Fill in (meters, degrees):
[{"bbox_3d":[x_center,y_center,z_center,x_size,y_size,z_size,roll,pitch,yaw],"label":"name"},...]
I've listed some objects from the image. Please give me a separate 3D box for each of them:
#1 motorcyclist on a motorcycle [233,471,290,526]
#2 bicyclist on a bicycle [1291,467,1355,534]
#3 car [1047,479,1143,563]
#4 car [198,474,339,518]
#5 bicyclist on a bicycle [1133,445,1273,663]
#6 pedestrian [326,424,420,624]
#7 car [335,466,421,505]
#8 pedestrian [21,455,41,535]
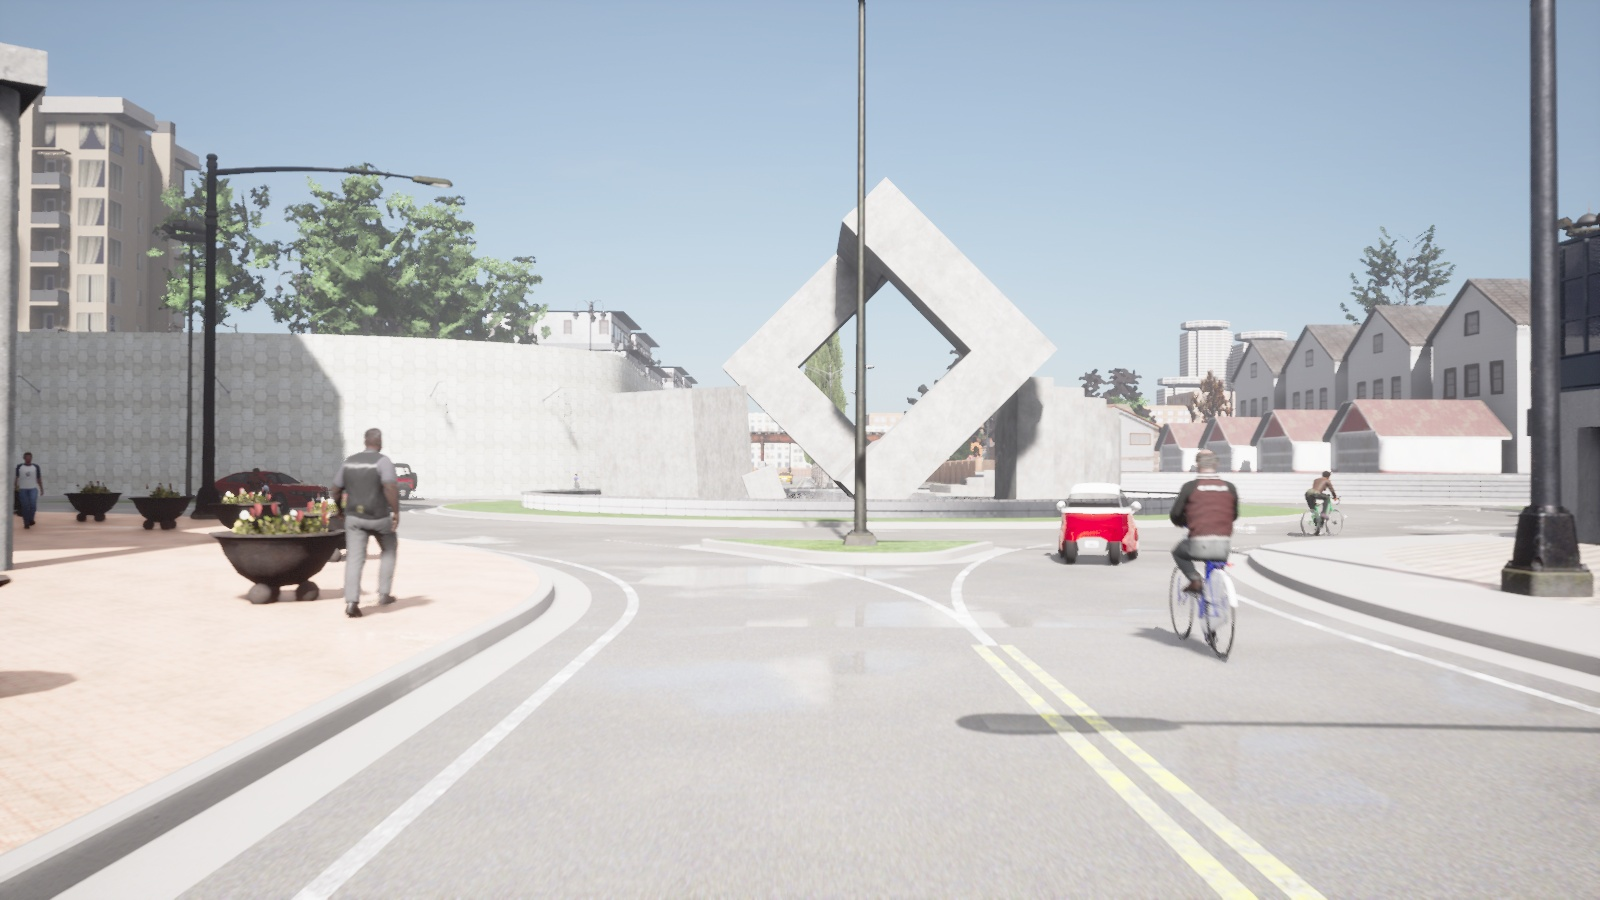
[{"bbox_3d":[-16.861,1.490,39.268,2.350,1.649,0.766,-1,-1,44],"label":"motorcyclist on a motorcycle"},{"bbox_3d":[12.865,1.233,30.888,1.656,1.620,0.582,1,-1,-32],"label":"bicyclist on a bicycle"},{"bbox_3d":[5.253,1.220,22.230,1.481,1.376,2.207,-1,-1,17],"label":"car"},{"bbox_3d":[-19.294,1.632,45.569,5.008,1.535,1.882,-1,-1,26],"label":"car"},{"bbox_3d":[3.528,0.858,11.150,0.659,1.776,1.843,0,-1,1],"label":"bicyclist on a bicycle"},{"bbox_3d":[-4.165,0.702,12.284,0.563,1.883,0.849,0,-1,6],"label":"pedestrian"},{"bbox_3d":[-21.268,1.754,63.264,3.866,1.878,1.905,0,-1,-27],"label":"car"},{"bbox_3d":[-17.797,1.032,29.059,0.354,1.836,0.706,0,-1,-34],"label":"pedestrian"}]
